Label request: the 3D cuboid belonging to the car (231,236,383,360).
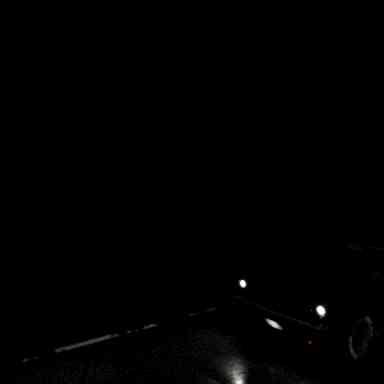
[{"bbox_3d":[3.005,1.542,5.935,4.718,1.301,1.895,-1,0,-33],"label":"car"}]
